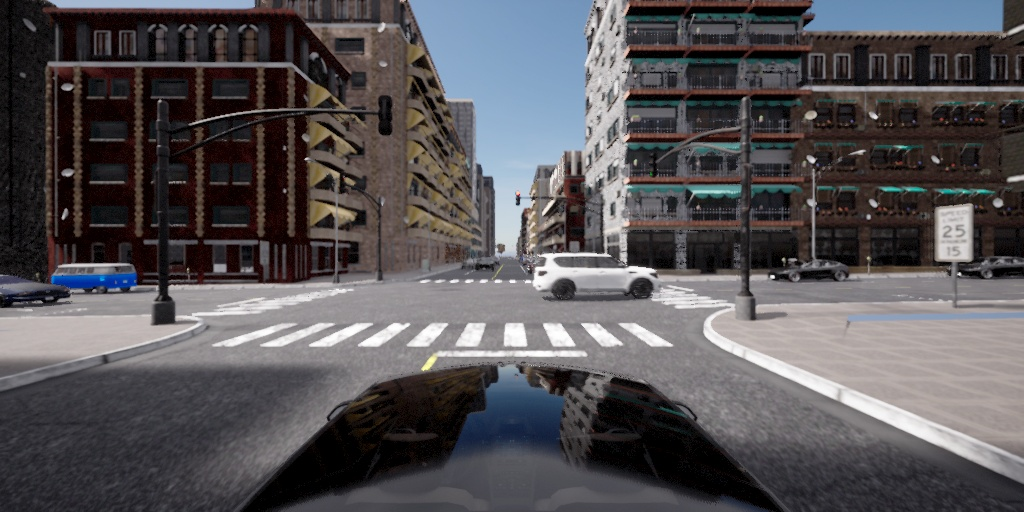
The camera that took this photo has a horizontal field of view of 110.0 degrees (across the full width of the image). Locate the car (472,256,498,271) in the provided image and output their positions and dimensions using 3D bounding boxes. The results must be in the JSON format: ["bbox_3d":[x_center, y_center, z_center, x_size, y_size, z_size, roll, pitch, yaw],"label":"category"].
[{"bbox_3d":[-3.152,0.836,42.781,2.097,1.767,4.553,0,0,0],"label":"car"}]

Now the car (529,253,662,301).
[{"bbox_3d":[3.729,0.878,16.195,5.566,2.045,2.150,-1,0,0],"label":"car"}]

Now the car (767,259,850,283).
[{"bbox_3d":[18.238,0.878,22.114,4.313,1.339,1.948,0,0,0],"label":"car"}]

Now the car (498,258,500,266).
[{"bbox_3d":[-3.140,0.727,60.019,2.097,1.767,4.553,0,0,0],"label":"car"}]

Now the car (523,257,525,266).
[{"bbox_3d":[2.628,1.039,42.064,2.007,1.370,4.403,0,0,0],"label":"car"}]

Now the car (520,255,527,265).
[{"bbox_3d":[2.602,0.966,58.667,1.802,1.307,4.207,0,0,0],"label":"car"}]

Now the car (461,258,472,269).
[{"bbox_3d":[-5.762,1.004,47.586,2.007,1.370,4.403,0,0,0],"label":"car"}]

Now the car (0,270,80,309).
[{"bbox_3d":[-23.352,1.555,16.030,5.357,1.411,2.033,-1,0,0],"label":"car"}]

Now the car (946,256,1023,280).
[{"bbox_3d":[29.564,0.696,22.059,4.313,1.339,1.948,0,0,0],"label":"car"}]

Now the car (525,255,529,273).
[{"bbox_3d":[2.636,0.964,36.531,1.967,1.591,4.097,0,0,0],"label":"car"}]

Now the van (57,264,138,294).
[{"bbox_3d":[-25.399,1.365,21.845,3.998,1.789,1.690,0,0,0],"label":"van"}]
